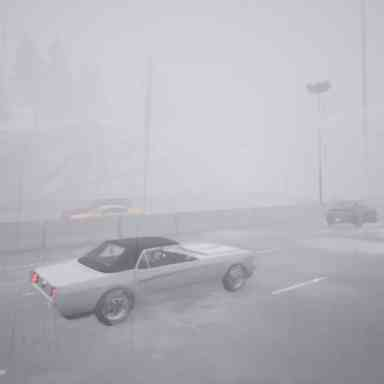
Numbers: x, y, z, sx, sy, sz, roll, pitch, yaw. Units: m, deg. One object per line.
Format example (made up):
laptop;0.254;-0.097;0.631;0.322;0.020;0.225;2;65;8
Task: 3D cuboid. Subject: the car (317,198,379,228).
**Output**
car;10.265;1.383;21.164;4.902;1.511;2.128;-1;0;-44

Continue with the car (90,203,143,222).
car;-6.752;1.773;29.925;4.181;1.385;1.994;-1;0;-40

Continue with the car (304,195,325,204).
car;20.710;1.289;55.060;1.882;1.535;5.008;-1;0;35

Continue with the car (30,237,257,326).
car;-0.770;1.641;7.211;4.718;1.301;1.895;-1;0;-37

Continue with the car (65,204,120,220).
car;-9.524;1.864;32.115;4.718;1.301;1.895;-1;0;-40

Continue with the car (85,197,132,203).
car;-6.968;1.420;25.169;5.566;2.045;2.150;-1;0;-39

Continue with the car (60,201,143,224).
car;-5.596;1.643;21.824;5.008;1.535;1.882;-1;0;-39

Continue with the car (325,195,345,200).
car;22.655;1.271;51.791;1.837;1.490;4.892;-1;0;36

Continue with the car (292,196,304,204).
car;20.383;1.431;60.921;1.895;1.301;4.718;-1;0;33

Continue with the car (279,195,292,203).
car;18.329;1.372;64.196;1.837;1.490;4.892;-1;0;33
